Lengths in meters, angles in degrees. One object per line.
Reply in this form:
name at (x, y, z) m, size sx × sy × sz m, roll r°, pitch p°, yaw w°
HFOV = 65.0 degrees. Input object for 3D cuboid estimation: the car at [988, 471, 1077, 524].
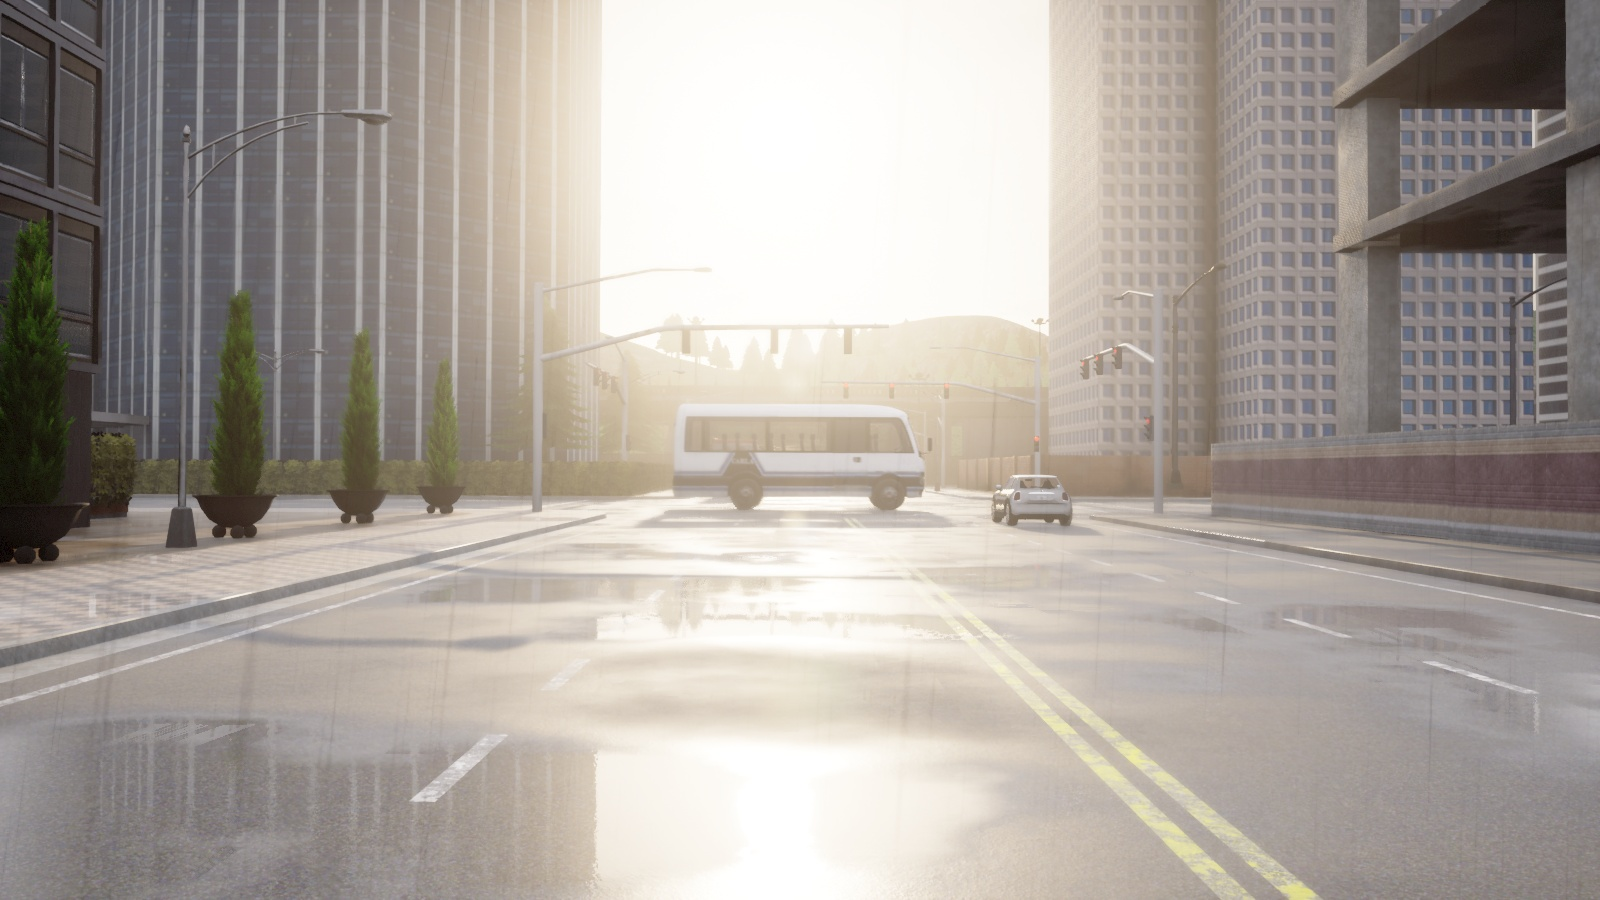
car at (6.904, 1.383, 37.640) m, size 1.970 × 1.475 × 3.806 m, roll 0°, pitch -1°, yaw 0°

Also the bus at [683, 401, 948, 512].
bus at (0.552, 0.285, 50.713) m, size 10.273 × 4.253 × 3.944 m, roll 0°, pitch -1°, yaw -1°
